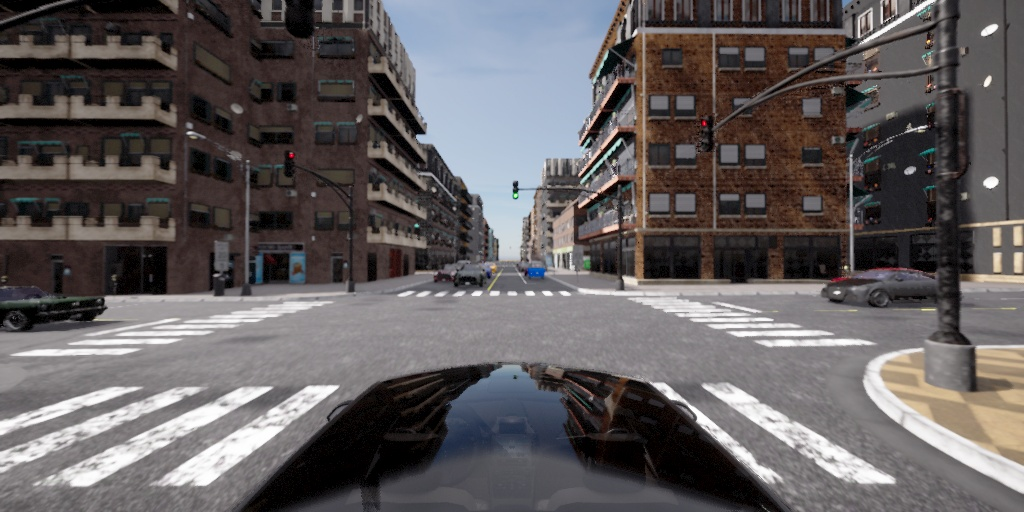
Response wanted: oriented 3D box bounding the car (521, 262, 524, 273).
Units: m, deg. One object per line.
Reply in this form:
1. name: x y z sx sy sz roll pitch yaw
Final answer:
1. car: 2.360 1.717 42.982 1.888 1.381 4.507 0 0 0

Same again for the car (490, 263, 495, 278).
1. car: -3.112 1.586 37.868 1.882 1.535 5.008 0 -1 0

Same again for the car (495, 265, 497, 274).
1. car: -3.194 1.728 52.044 1.882 1.535 5.008 0 -1 0

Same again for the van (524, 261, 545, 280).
1. van: 2.438 1.451 36.779 1.690 1.789 3.998 0 0 0

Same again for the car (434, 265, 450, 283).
1. car: -5.666 1.481 31.762 1.967 1.591 4.097 0 0 0

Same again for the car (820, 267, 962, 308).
1. car: 14.963 1.253 14.326 4.181 1.385 1.994 -1 -1 0

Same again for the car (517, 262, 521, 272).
1. car: 2.190 1.849 54.142 1.948 1.339 4.313 0 0 0

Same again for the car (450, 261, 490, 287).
1. car: -3.084 1.354 27.256 2.097 1.767 4.553 0 -1 1

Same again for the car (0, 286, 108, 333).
1. car: -15.905 1.612 11.246 4.718 1.301 1.895 -1 -1 0
